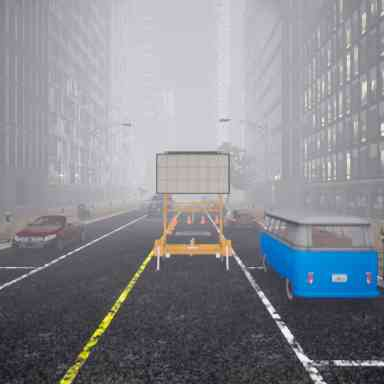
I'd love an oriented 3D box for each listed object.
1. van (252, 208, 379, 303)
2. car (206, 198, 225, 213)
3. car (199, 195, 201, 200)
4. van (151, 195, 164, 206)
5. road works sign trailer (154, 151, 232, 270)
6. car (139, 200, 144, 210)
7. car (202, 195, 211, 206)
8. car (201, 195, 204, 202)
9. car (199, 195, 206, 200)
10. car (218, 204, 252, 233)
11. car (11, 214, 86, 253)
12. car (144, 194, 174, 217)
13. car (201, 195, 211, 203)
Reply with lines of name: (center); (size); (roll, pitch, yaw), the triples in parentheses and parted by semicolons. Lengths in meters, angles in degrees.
van: (2.711, 1.344, 7.949); (1.690, 1.788, 3.998); (0, 0, 0)
car: (2.796, 1.594, 36.410); (1.802, 1.307, 4.206); (0, 0, 0)
car: (2.881, 1.434, 64.872); (1.967, 1.590, 4.097); (0, 0, 0)
van: (-5.533, 1.348, 53.516); (1.690, 1.788, 3.998); (0, 0, 0)
road works sign trailer: (0.030, 0.468, 10.976); (2.380, 3.560, 2.880); (0, 0, 0)
car: (-5.568, 1.563, 42.131); (2.008, 1.369, 4.403); (0, 0, 0)
car: (2.830, 1.561, 47.795); (2.008, 1.369, 4.403); (0, 0, 0)
car: (2.847, 1.558, 53.487); (2.008, 1.369, 4.403); (0, 0, 0)
car: (2.966, 1.497, 93.335); (1.887, 1.381, 4.507); (0, 0, 0)
car: (2.745, 1.589, 19.332); (1.802, 1.307, 4.206); (0, 0, 0)
car: (-5.653, 1.587, 13.668); (1.802, 1.307, 4.206); (0, 0, 0)
car: (-2.908, 1.232, 32.038); (2.150, 2.045, 5.566); (0, 0, 0)
car: (2.898, 1.427, 70.564); (1.967, 1.590, 4.097); (0, 0, 0)
